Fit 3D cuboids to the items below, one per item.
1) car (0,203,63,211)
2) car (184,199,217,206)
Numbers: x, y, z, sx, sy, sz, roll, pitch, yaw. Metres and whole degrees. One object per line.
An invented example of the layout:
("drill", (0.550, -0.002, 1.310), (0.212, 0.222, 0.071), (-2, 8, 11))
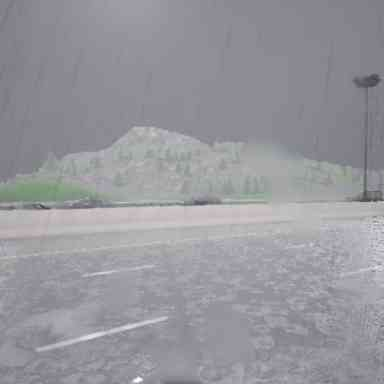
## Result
("car", (-9.488, 1.301, 18.620), (4.718, 1.301, 1.895), (0, 1, -34))
("car", (1.060, 1.044, 37.543), (4.902, 1.511, 2.128), (0, 1, -29))
